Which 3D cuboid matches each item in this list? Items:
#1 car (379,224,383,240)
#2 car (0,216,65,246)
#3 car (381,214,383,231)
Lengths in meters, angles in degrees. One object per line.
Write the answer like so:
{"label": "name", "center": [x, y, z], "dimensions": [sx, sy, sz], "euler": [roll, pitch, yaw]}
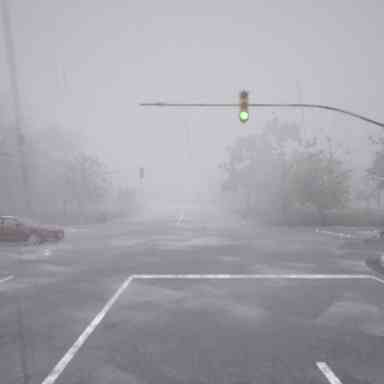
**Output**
{"label": "car", "center": [12.358, 2.053, 17.208], "dimensions": [4.892, 1.490, 1.837], "euler": [0, -2, -1]}
{"label": "car", "center": [-9.493, 2.061, 18.102], "dimensions": [5.008, 1.535, 1.882], "euler": [0, -3, 7]}
{"label": "car", "center": [18.709, 2.562, 27.963], "dimensions": [4.674, 1.442, 1.812], "euler": [0, -3, -2]}
